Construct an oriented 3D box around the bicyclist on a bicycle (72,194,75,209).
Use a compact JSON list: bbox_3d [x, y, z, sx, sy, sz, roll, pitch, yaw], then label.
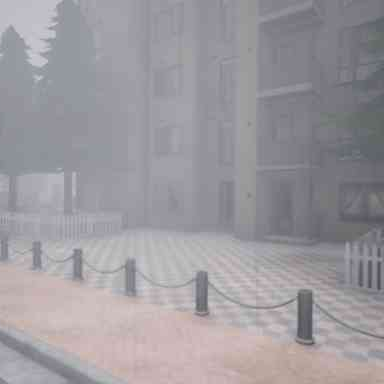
[{"bbox_3d":[-11.555,0.996,32.271,1.656,1.620,0.582,0,0,37],"label":"bicyclist on a bicycle"}]
